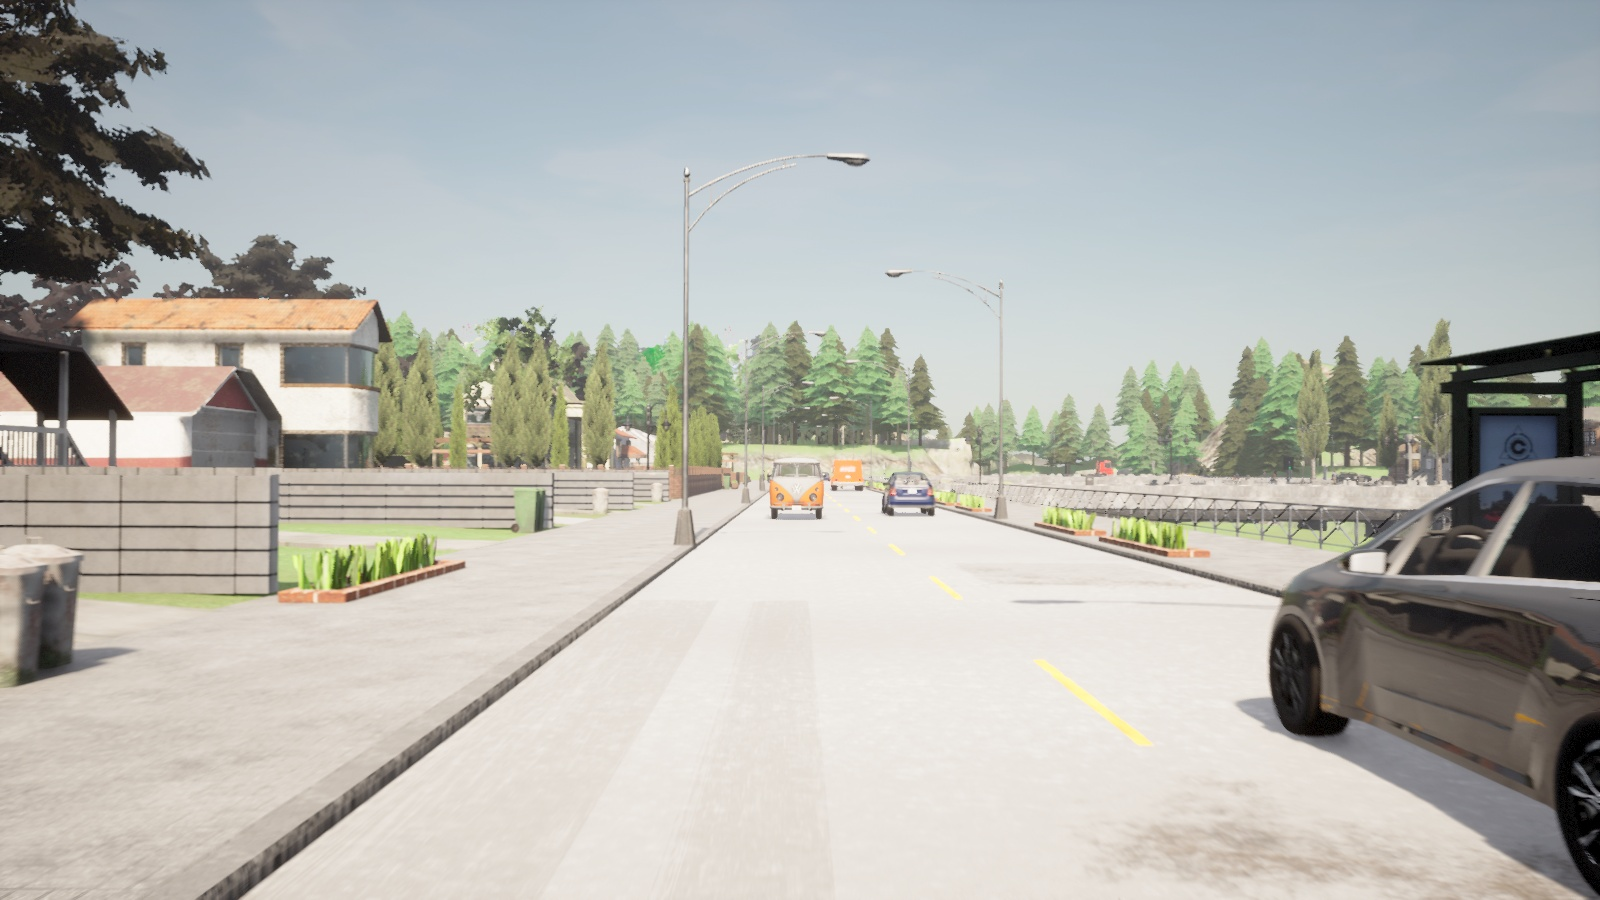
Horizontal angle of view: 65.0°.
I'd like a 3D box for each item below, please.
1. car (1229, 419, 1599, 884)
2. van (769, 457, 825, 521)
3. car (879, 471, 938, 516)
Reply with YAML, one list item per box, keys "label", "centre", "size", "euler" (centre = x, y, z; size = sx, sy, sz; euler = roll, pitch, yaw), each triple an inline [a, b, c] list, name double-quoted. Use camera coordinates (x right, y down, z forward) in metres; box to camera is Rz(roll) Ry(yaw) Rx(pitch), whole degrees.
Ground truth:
- label: "car"
  centre: [3.985, 0.744, 6.046]
  size: [2.242, 1.667, 4.611]
  euler: [0, -1, 0]
- label: "van"
  centre: [-0.099, 1.263, 41.540]
  size: [1.775, 1.987, 4.442]
  euler: [0, -1, 0]
- label: "car"
  centre: [3.894, 1.538, 45.444]
  size: [1.789, 1.549, 3.705]
  euler: [0, -1, 0]
